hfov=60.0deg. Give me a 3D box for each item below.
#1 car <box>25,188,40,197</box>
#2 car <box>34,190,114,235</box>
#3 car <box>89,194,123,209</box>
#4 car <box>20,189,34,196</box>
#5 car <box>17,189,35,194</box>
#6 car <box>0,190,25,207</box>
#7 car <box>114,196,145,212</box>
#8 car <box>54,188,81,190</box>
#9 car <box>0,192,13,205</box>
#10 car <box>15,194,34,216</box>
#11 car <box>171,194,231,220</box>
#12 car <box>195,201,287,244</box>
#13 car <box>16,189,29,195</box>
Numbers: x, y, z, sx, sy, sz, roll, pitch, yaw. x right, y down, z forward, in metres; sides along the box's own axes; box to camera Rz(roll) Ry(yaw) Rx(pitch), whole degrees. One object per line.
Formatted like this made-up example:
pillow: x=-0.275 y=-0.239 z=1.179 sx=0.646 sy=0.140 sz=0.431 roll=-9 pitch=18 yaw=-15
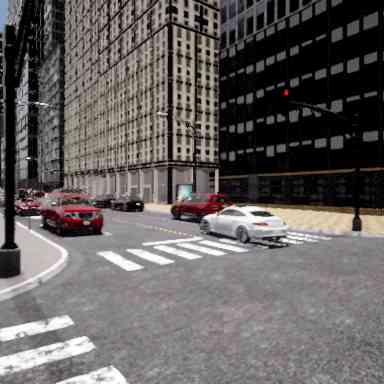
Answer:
car: x=-32.008 y=0.086 z=66.611 sx=1.967 sy=1.590 sz=4.097 roll=1 pitch=0 yaw=-36
car: x=-6.130 y=1.004 z=16.766 sx=2.192 sy=1.841 sz=5.009 roll=1 pitch=0 yaw=-36
car: x=-9.180 y=0.955 z=35.204 sx=1.947 sy=1.339 sz=4.313 roll=1 pitch=0 yaw=-36
car: x=-35.272 y=0.083 z=71.099 sx=1.887 sy=1.381 sz=4.507 roll=1 pitch=0 yaw=-36
car: x=-22.599 y=0.572 z=43.916 sx=1.882 sy=1.535 sz=5.008 roll=0 pitch=1 yaw=-36
car: x=-19.181 y=0.821 z=34.710 sx=2.008 sy=1.369 sz=4.403 roll=2 pitch=0 yaw=-36
car: x=-5.918 y=1.060 z=30.717 sx=1.947 sy=1.339 sz=4.313 roll=1 pitch=0 yaw=-36
car: x=-9.334 y=0.745 z=25.548 sx=2.150 sy=2.045 sz=5.566 roll=0 pitch=1 yaw=-36
car: x=-22.442 y=0.747 z=39.196 sx=1.802 sy=1.307 sz=4.206 roll=2 pitch=0 yaw=-36
car: x=-12.659 y=1.062 z=25.739 sx=1.802 sy=1.307 sz=4.206 roll=1 pitch=0 yaw=-36
car: x=0.612 y=1.017 z=21.742 sx=2.192 sy=1.841 sz=5.009 roll=1 pitch=0 yaw=-36
car: x=2.178 y=1.344 z=14.798 sx=1.812 sy=1.442 sz=4.674 roll=1 pitch=1 yaw=-28
car: x=-38.534 y=-0.024 z=75.586 sx=1.887 sy=1.381 sz=4.507 roll=1 pitch=0 yaw=-36
